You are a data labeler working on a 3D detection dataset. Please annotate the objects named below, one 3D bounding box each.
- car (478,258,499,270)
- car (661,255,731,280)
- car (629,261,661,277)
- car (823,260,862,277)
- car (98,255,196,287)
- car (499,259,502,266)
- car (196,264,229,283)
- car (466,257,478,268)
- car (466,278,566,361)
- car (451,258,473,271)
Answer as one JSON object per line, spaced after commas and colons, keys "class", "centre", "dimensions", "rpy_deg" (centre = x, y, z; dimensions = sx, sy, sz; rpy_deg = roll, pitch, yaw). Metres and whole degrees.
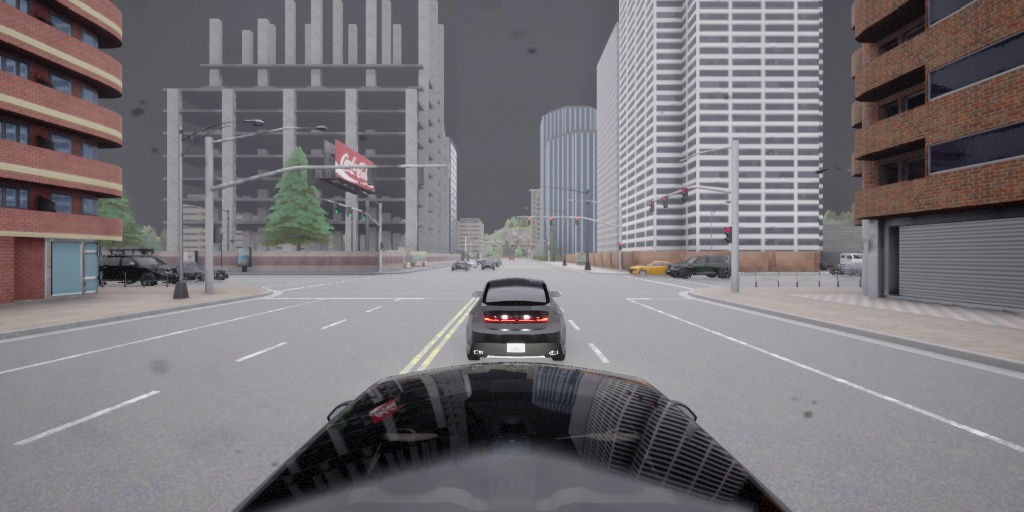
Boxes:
{"class": "car", "centre": [-3.340, 1.255, 51.540], "dimensions": [1.837, 1.490, 4.892], "rpy_deg": [0, 0, 0]}
{"class": "car", "centre": [16.405, 0.972, 31.237], "dimensions": [5.566, 2.045, 2.150], "rpy_deg": [0, 0, 0]}
{"class": "car", "centre": [13.988, 1.228, 34.816], "dimensions": [5.008, 1.535, 1.882], "rpy_deg": [0, 0, 1]}
{"class": "car", "centre": [33.365, 1.314, 34.724], "dimensions": [4.181, 1.385, 1.994], "rpy_deg": [0, 0, 0]}
{"class": "car", "centre": [-25.111, 0.971, 24.024], "dimensions": [5.566, 2.045, 2.150], "rpy_deg": [0, 0, 0]}
{"class": "car", "centre": [-3.265, 1.227, 62.216], "dimensions": [1.882, 1.535, 5.008], "rpy_deg": [0, 0, 1]}
{"class": "car", "centre": [-24.328, 1.312, 27.524], "dimensions": [4.181, 1.385, 1.994], "rpy_deg": [0, 0, 0]}
{"class": "car", "centre": [-6.793, 1.275, 58.784], "dimensions": [1.812, 1.442, 4.674], "rpy_deg": [0, 0, 0]}
{"class": "car", "centre": [0.095, 1.255, 8.278], "dimensions": [1.837, 1.490, 4.892], "rpy_deg": [0, 0, 1]}
{"class": "car", "centre": [-6.860, 1.314, 47.989], "dimensions": [1.994, 1.385, 4.181], "rpy_deg": [0, 0, 0]}
